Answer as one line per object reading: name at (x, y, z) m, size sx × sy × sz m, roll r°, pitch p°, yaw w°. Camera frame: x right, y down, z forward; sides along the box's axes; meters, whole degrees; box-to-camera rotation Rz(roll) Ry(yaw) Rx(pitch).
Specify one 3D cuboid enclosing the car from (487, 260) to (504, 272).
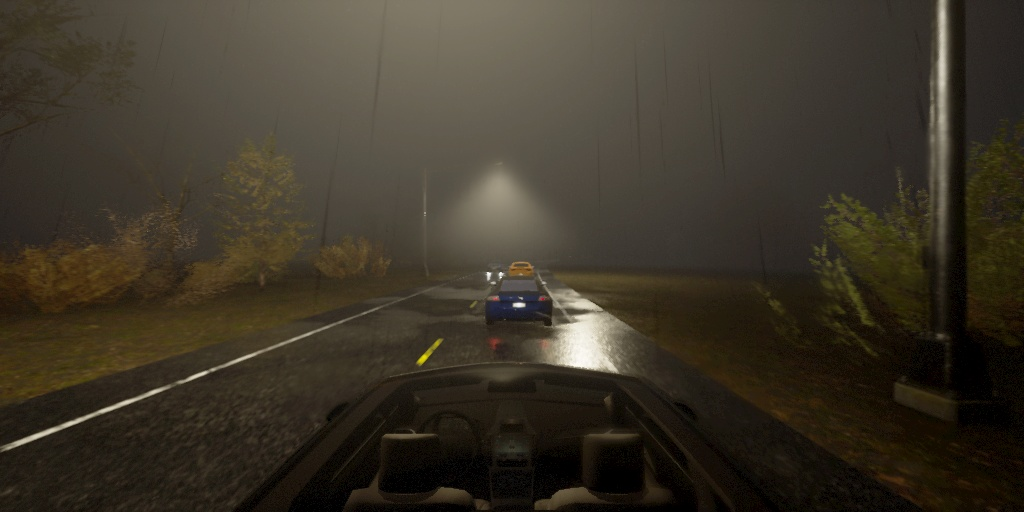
car at (-2.018, 1.275, 45.401) m, size 1.812 × 1.442 × 4.674 m, roll 0°, pitch 0°, yaw 4°

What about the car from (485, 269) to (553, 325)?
car at (0.226, 1.315, 11.849) m, size 1.994 × 1.385 × 4.181 m, roll 0°, pitch 0°, yaw 1°

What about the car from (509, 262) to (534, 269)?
car at (0.778, 1.230, 29.479) m, size 1.882 × 1.535 × 5.008 m, roll 0°, pitch 0°, yaw 3°
